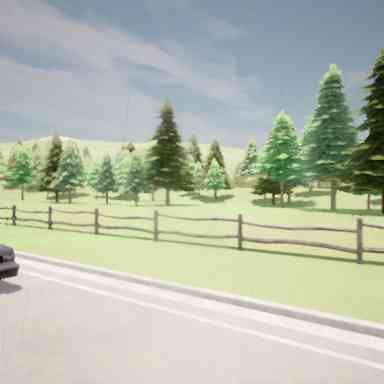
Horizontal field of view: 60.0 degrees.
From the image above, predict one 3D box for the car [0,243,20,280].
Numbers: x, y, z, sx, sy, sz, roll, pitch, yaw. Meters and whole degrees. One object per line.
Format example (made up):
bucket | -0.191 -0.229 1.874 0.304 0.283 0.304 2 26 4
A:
car | -6.558 1.559 8.597 5.357 1.411 2.033 0 0 36
